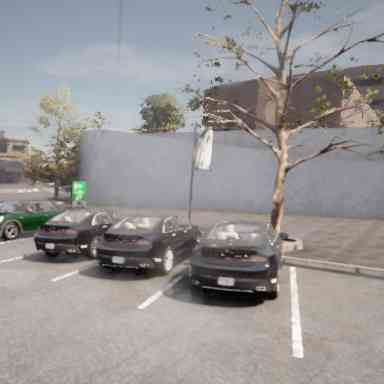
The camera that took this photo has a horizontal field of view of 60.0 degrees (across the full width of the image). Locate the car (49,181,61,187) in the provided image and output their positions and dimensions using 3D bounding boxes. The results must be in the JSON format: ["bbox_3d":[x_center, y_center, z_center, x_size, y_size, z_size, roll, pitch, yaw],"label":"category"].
[{"bbox_3d":[-34.814,-1.907,80.891,4.674,1.452,2.002,3,5,38],"label":"car"}]

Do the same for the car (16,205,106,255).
[{"bbox_3d":[-3.426,1.344,12.054,2.231,1.521,4.892,1,0,18],"label":"car"}]

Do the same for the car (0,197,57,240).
[{"bbox_3d":[-8.084,1.142,15.693,2.185,1.767,4.553,1,0,19],"label":"car"}]

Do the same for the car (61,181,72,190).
[{"bbox_3d":[-32.286,-2.066,82.427,4.792,1.488,2.163,3,5,38],"label":"car"}]

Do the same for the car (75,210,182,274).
[{"bbox_3d":[-1.059,1.384,10.284,2.231,1.521,4.892,1,0,17],"label":"car"}]

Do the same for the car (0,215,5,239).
[{"bbox_3d":[-6.990,1.320,8.557,5.008,1.535,1.882,1,1,38],"label":"car"}]

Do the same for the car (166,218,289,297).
[{"bbox_3d":[1.326,1.426,8.532,2.231,1.521,4.892,1,0,17],"label":"car"}]
